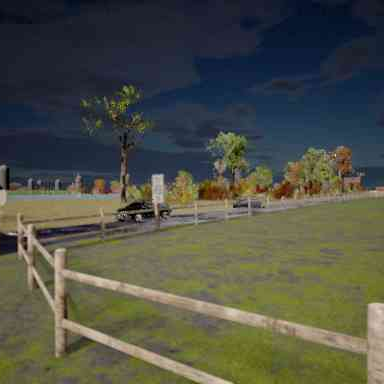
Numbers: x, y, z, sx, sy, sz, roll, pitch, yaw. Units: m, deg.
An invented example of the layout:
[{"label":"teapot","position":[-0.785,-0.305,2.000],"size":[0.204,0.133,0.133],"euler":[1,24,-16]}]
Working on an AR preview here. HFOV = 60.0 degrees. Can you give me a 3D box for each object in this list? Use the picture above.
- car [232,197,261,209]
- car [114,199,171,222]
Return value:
[{"label":"car","position":[6.302,1.230,38.348],"size":[1.994,1.385,4.181],"euler":[-2,0,35]},{"label":"car","position":[-3.539,1.340,24.384],"size":[1.837,1.490,4.892],"euler":[-2,0,35]}]
